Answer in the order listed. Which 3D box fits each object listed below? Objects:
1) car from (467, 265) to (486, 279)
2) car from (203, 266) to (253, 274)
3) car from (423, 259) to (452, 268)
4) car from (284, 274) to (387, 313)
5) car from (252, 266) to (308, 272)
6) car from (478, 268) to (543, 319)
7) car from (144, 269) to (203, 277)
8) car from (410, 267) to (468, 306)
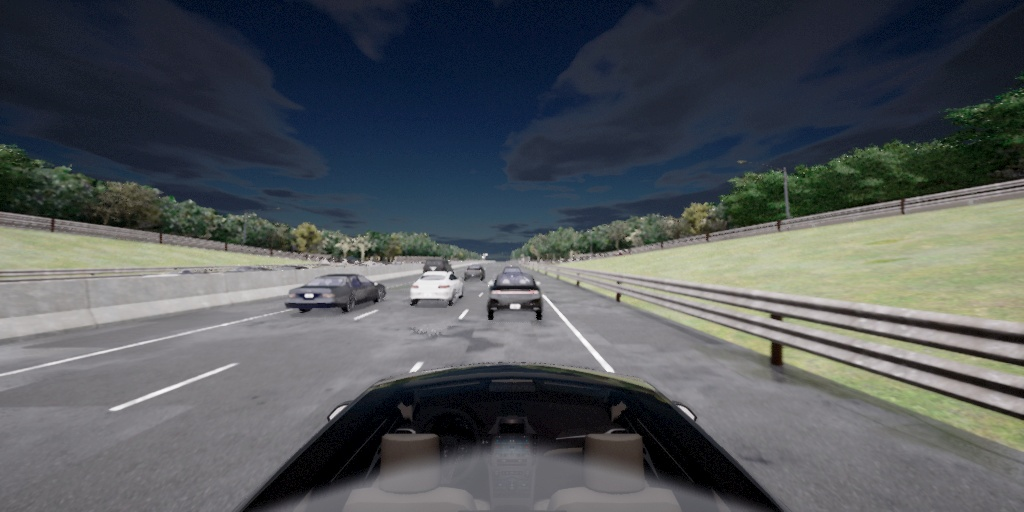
[{"bbox_3d":[-3.631,1.599,35.526,2.128,1.511,4.902,0,-1,-1],"label":"car"},{"bbox_3d":[-21.186,1.519,28.465,2.128,1.511,4.902,0,-1,-1],"label":"car"},{"bbox_3d":[-7.107,1.318,34.641,2.150,2.045,5.566,0,-1,-1],"label":"car"},{"bbox_3d":[-6.906,1.430,14.713,2.033,1.411,5.357,0,-1,0],"label":"car"},{"bbox_3d":[-17.685,1.532,28.324,1.837,1.490,4.892,0,-1,-1],"label":"car"},{"bbox_3d":[0.094,1.359,13.355,2.128,1.511,4.902,0,-1,0],"label":"car"},{"bbox_3d":[-24.662,1.613,26.951,1.895,1.301,4.718,0,-1,-1],"label":"car"},{"bbox_3d":[-3.407,1.431,16.803,1.812,1.442,4.674,0,-1,0],"label":"car"}]
